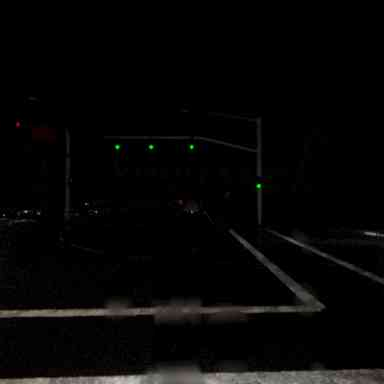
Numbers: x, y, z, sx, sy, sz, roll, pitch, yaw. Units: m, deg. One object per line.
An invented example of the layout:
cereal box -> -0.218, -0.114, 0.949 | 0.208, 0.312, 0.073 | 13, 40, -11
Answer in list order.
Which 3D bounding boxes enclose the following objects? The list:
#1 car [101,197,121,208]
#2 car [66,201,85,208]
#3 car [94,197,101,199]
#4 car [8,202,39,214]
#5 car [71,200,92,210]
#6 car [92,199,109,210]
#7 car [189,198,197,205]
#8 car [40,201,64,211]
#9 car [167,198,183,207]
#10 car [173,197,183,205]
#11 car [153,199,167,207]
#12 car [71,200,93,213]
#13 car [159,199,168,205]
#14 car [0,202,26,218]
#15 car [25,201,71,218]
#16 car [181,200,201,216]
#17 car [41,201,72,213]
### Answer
car -> -15.014, 1.925, 63.027 | 2.150, 2.045, 5.566 | 0, -1, 0
car -> -22.012, 2.304, 62.959 | 1.895, 1.301, 4.718 | 0, -1, 0
car -> -18.500, 1.960, 66.367 | 2.150, 2.045, 5.566 | 0, -1, 0
car -> -22.106, 2.055, 43.936 | 1.994, 1.385, 4.181 | 0, -1, 0
car -> -18.566, 2.130, 55.975 | 1.837, 1.490, 4.892 | 0, -1, 0
car -> -15.088, 2.151, 52.543 | 1.994, 1.385, 4.181 | 0, -1, 0
car -> 0.238, 2.303, 79.254 | 1.882, 1.535, 5.008 | 0, -1, 1
car -> -22.077, 2.114, 52.677 | 1.812, 1.442, 4.674 | 0, -1, 0
car -> -3.472, 2.326, 69.487 | 1.994, 1.385, 4.181 | 0, -1, 1
car -> -3.261, 2.181, 79.317 | 2.097, 1.767, 4.553 | 0, -1, 1
car -> -6.976, 2.307, 69.076 | 2.033, 1.411, 5.357 | 0, -1, 1
car -> -15.105, 2.057, 44.133 | 1.994, 1.385, 4.181 | 0, -1, 0
car -> -6.759, 2.352, 79.436 | 1.812, 1.442, 4.674 | 0, -1, 1
car -> -18.644, 1.948, 35.790 | 2.033, 1.411, 5.357 | 0, -1, 0
car -> -15.108, 1.886, 35.231 | 2.128, 1.511, 4.902 | 0, -1, 0
car -> -0.009, 1.951, 38.058 | 1.812, 1.442, 4.674 | 0, -1, 0
car -> -18.606, 2.060, 45.861 | 2.033, 1.411, 5.357 | 0, -1, 0
